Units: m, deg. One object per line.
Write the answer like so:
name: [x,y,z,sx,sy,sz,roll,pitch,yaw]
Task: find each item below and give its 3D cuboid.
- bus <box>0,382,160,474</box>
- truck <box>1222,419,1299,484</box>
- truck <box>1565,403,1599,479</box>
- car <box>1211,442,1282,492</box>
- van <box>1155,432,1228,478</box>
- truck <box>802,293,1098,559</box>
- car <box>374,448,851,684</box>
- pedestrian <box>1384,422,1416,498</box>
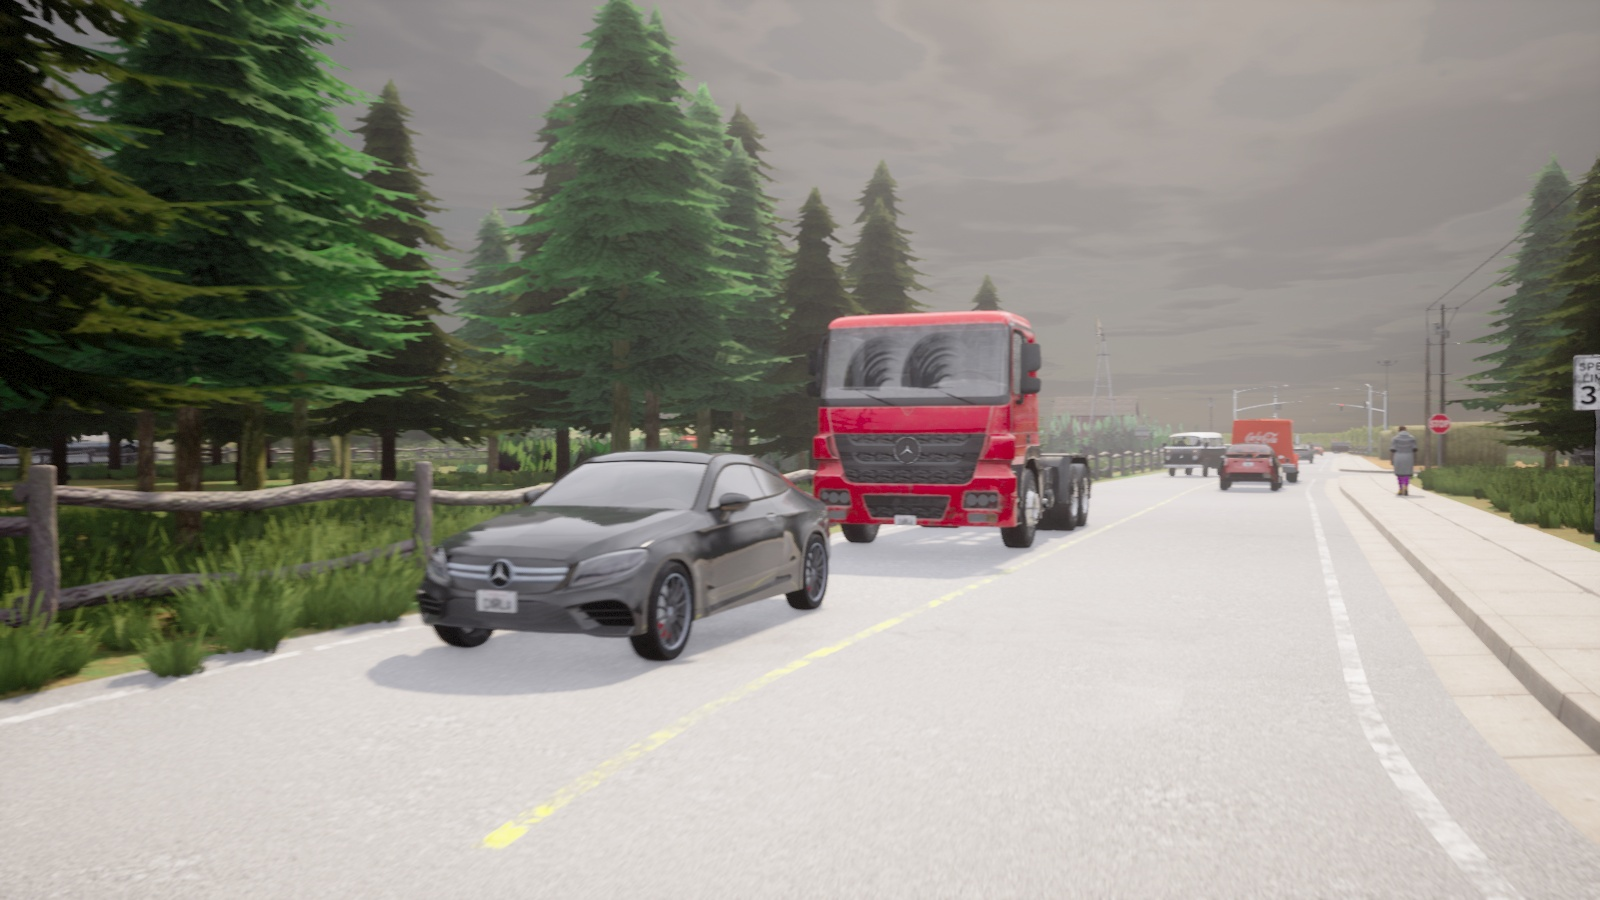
bus: [-37.520,-1.019,63.430,3.944,4.253,10.273,0,0,9]
truck: [18.406,0.045,50.029,2.627,2.467,5.204,0,0,23]
truck: [40.051,-0.400,57.729,7.936,3.462,2.891,0,0,20]
car: [14.771,0.513,41.395,2.007,1.525,4.514,0,0,22]
van: [18.001,0.217,57.617,2.069,2.038,4.480,0,0,33]
truck: [2.830,-0.332,20.540,2.891,3.462,7.936,0,0,21]
car: [-1.180,0.717,10.285,1.812,1.442,4.674,0,0,21]
pedestrian: [15.709,0.264,32.880,0.659,1.952,0.873,0,0,20]
